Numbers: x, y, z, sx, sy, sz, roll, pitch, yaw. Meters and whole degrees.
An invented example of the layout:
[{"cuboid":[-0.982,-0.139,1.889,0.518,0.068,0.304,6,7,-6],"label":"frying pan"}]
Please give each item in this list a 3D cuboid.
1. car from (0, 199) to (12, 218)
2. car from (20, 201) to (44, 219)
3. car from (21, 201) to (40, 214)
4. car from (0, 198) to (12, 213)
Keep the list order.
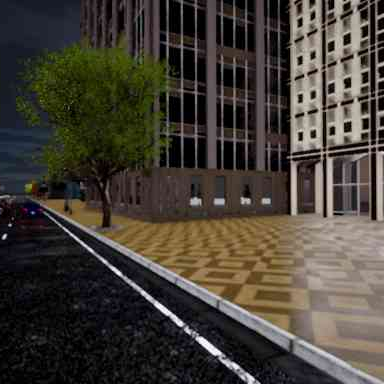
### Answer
[{"cuboid":[-19.207,1.733,32.559,2.128,1.511,4.902,0,0,-27],"label":"car"},{"cuboid":[-15.469,1.761,32.265,1.812,1.442,4.674,0,0,-27],"label":"car"},{"cuboid":[-19.973,1.846,41.100,2.033,1.411,5.357,0,0,-27],"label":"car"},{"cuboid":[-23.798,1.658,41.555,2.097,1.767,4.553,0,0,-27],"label":"car"}]
